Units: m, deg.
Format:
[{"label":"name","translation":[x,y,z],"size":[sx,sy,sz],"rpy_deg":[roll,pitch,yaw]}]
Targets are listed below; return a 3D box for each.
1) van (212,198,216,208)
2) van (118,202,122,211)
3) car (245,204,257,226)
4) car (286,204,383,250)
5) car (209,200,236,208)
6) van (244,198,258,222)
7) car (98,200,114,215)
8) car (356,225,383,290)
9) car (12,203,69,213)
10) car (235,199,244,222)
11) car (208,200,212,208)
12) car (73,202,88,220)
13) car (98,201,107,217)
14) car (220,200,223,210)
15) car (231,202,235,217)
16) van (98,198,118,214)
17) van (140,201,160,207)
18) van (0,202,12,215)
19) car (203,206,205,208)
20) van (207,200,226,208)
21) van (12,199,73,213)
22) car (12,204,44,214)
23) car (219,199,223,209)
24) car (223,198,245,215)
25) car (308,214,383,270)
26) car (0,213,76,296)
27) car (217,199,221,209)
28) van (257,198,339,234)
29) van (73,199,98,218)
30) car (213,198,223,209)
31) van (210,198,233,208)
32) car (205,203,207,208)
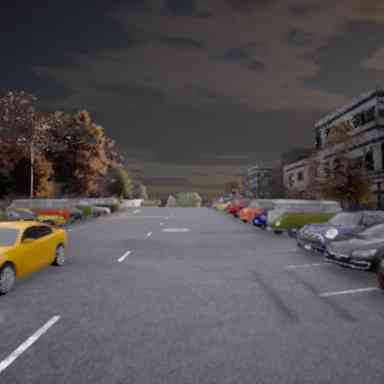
[{"label":"van","translation":[6.273,2.046,57.148],"size":[4.442,1.987,1.878],"rpy_deg":[1,-1,-20]},{"label":"van","translation":[-11.314,1.813,42.685],"size":[4.442,1.987,1.878],"rpy_deg":[0,-1,-20]},{"label":"car","translation":[6.399,1.742,21.995],"size":[5.008,1.535,2.097],"rpy_deg":[1,-1,-20]},{"label":"car","translation":[6.442,1.511,13.203],"size":[4.553,1.767,2.185],"rpy_deg":[1,0,-20]},{"label":"car","translation":[6.321,2.519,68.926],"size":[4.892,1.521,2.231],"rpy_deg":[2,-3,-20]},{"label":"van","translation":[6.514,1.557,24.975],"size":[4.442,1.987,1.878],"rpy_deg":[1,-1,-20]},{"label":"car","translation":[-11.422,1.988,36.752],"size":[4.674,1.452,2.002],"rpy_deg":[0,-1,-20]},{"label":"car","translation":[6.386,1.598,7.315],"size":[4.792,1.488,2.163],"rpy_deg":[1,0,-20]},{"label":"car","translation":[-11.235,1.738,22.095],"size":[5.366,1.575,1.946],"rpy_deg":[-1,-1,-20]},{"label":"car","translation":[6.374,1.693,27.856],"size":[4.553,1.767,2.185],"rpy_deg":[1,-1,-20]},{"label":"car","translation":[6.197,2.315,60.059],"size":[5.366,1.575,1.946],"rpy_deg":[1,-1,-20]},{"label":"car","translation":[-11.408,1.860,27.914],"size":[4.674,1.452,2.002],"rpy_deg":[-1,-1,-20]},{"label":"car","translation":[-11.417,1.945,33.807],"size":[4.674,1.452,2.002],"rpy_deg":[-1,-1,-20]},{"label":"car","translation":[6.387,1.992,39.594],"size":[4.892,1.521,2.231],"rpy_deg":[1,-1,-20]},{"label":"car","translation":[6.402,1.900,30.791],"size":[4.674,1.452,2.002],"rpy_deg":[1,-1,-20]},{"label":"van","translation":[-11.529,1.769,39.652],"size":[4.442,1.987,1.878],"rpy_deg":[0,-1,-20]},{"label":"van","translation":[-11.545,3.400,88.533],"size":[4.442,1.987,1.878],"rpy_deg":[1,-5,-21]},{"label":"van","translation":[-11.514,1.446,16.099],"size":[4.442,1.987,1.878],"rpy_deg":[-1,0,-20]},{"label":"car","translation":[6.222,3.236,83.529],"size":[5.008,1.535,2.097],"rpy_deg":[2,-4,-21]},{"label":"van","translation":[6.296,3.219,86.510],"size":[4.442,1.987,1.878],"rpy_deg":[2,-5,-21]},{"label":"van","translation":[-11.522,1.557,24.934],"size":[4.442,1.987,1.878],"rpy_deg":[0,-1,-20]},{"label":"car","translation":[-11.399,1.706,19.085],"size":[4.892,1.521,2.231],"rpy_deg":[-1,0,-20]},{"label":"car","translation":[6.361,2.066,42.520],"size":[4.792,1.488,2.163],"rpy_deg":[1,-1,-20]},{"label":"car","translation":[6.428,1.652,33.744],"size":[5.566,2.045,2.435],"rpy_deg":[1,-1,-20]},{"label":"car","translation":[6.418,1.603,10.262],"size":[4.892,1.521,2.231],"rpy_deg":[1,0,-20]},{"label":"car","translation":[-5.104,1.581,9.155],"size":[1.882,1.535,5.008],"rpy_deg":[0,-1,0]},{"label":"car","translation":[6.566,2.084,45.525],"size":[5.366,1.575,1.946],"rpy_deg":[1,-1,-20]},{"label":"van","translation":[6.302,1.477,19.020],"size":[4.442,1.987,1.878],"rpy_deg":[1,-1,-20]},{"label":"van","translation":[-11.309,1.636,30.910],"size":[4.442,1.987,1.878],"rpy_deg":[-1,-1,-20]},{"label":"car","translation":[6.564,2.179,51.385],"size":[5.366,1.575,1.946],"rpy_deg":[1,-1,-20]},{"label":"van","translation":[6.422,2.400,71.897],"size":[4.442,1.987,1.878],"rpy_deg":[2,-3,-20]},{"label":"car","translation":[6.439,2.892,77.759],"size":[5.366,1.575,1.946],"rpy_deg":[2,-3,-20]}]
